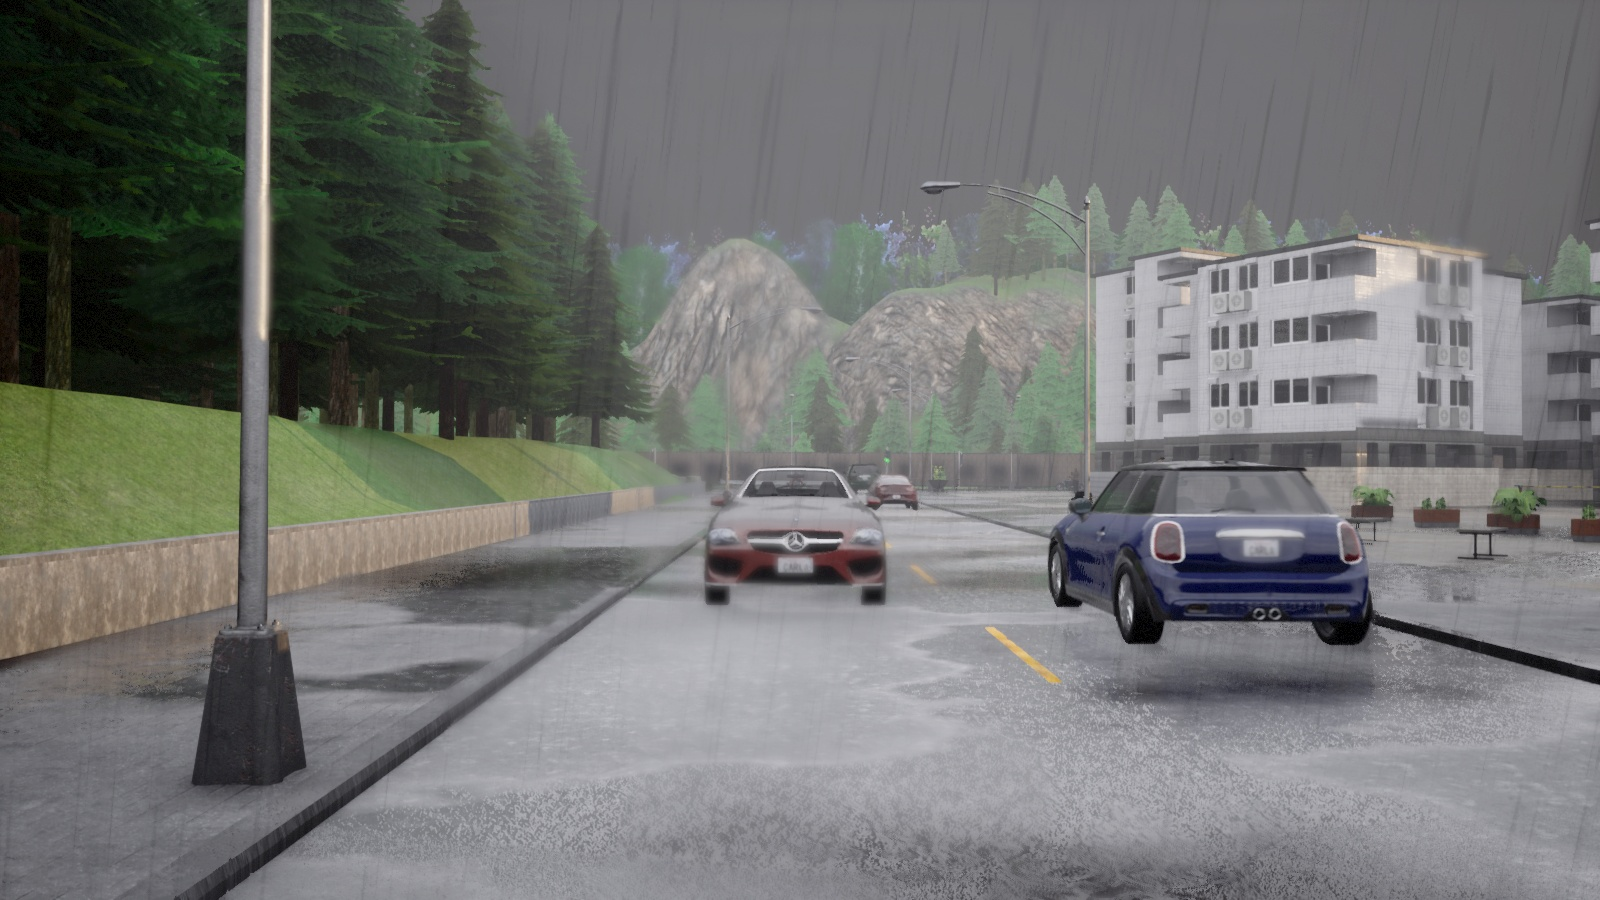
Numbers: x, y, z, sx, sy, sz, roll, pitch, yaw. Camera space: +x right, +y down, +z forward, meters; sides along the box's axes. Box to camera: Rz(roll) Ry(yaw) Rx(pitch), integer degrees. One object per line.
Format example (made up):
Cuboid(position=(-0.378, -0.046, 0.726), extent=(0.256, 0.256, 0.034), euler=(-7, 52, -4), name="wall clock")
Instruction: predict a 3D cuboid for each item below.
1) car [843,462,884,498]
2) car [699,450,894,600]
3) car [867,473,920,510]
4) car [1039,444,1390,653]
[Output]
Cuboid(position=(3.786, 1.782, 75.221), extent=(2.150, 2.045, 5.566), euler=(0, -1, 0), name="car")
Cuboid(position=(-0.049, 0.869, 16.374), extent=(2.152, 1.651, 5.027), euler=(0, -1, 0), name="car")
Cuboid(position=(3.851, 1.705, 52.352), extent=(1.812, 1.442, 4.674), euler=(0, -1, 0), name="car")
Cuboid(position=(3.962, 0.875, 12.980), extent=(2.097, 1.767, 4.553), euler=(0, -1, 0), name="car")
